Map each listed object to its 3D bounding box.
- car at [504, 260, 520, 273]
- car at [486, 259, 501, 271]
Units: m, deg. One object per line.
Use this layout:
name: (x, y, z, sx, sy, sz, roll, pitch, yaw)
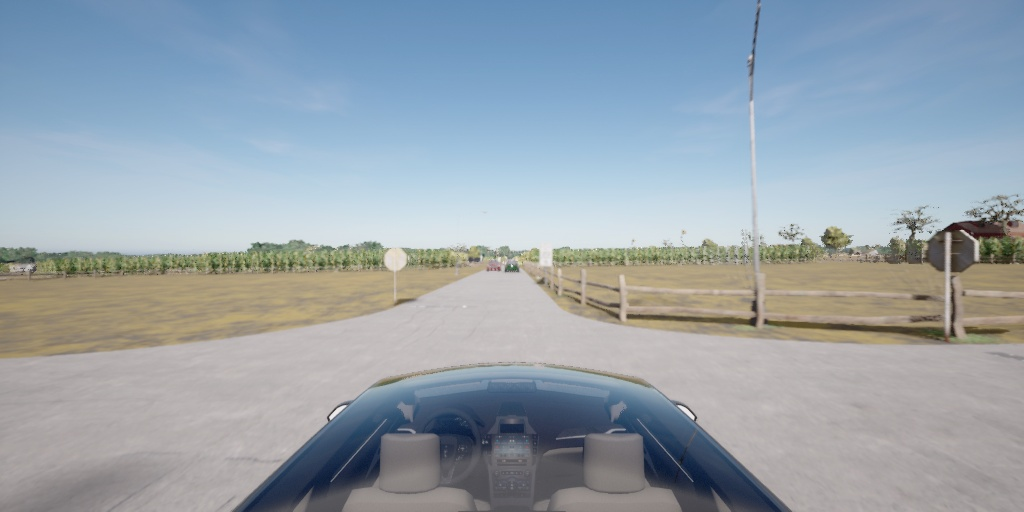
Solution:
car: (0.005, 1.362, 50.046, 2.097, 1.767, 4.553, 0, 0, 0)
car: (-2.744, 1.399, 54.696, 2.097, 1.767, 4.553, 0, 0, 0)
